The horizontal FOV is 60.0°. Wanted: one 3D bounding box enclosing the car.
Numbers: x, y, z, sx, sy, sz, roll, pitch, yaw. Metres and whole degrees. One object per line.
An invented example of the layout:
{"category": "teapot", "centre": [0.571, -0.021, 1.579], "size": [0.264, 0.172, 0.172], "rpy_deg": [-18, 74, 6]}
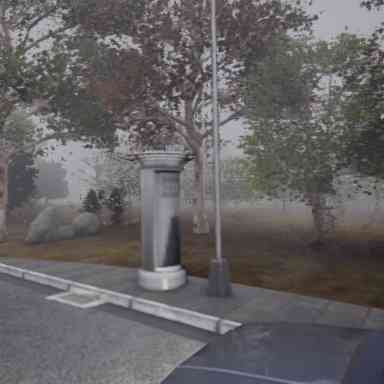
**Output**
{"category": "car", "centre": [2.225, 1.541, 1.793], "size": [5.357, 1.411, 2.033], "rpy_deg": [0, 0, 35]}
